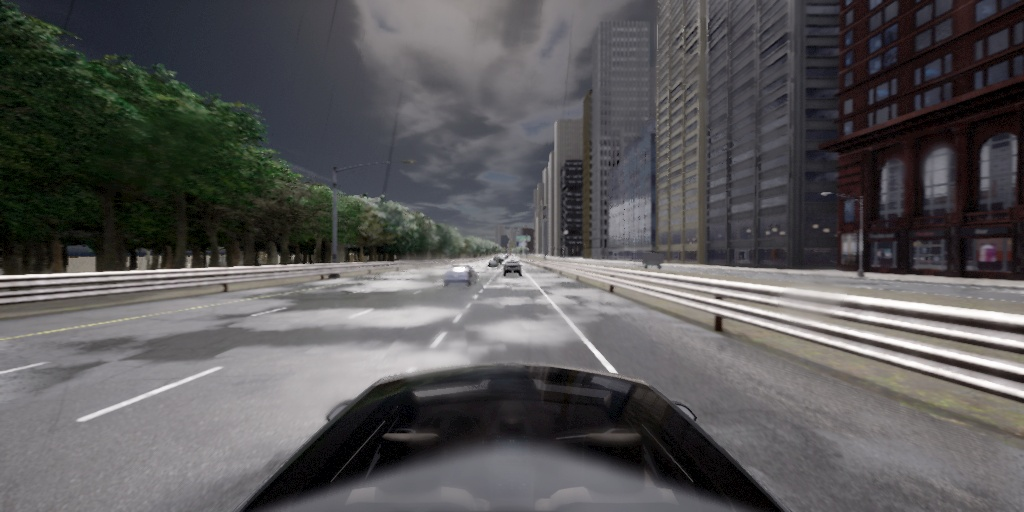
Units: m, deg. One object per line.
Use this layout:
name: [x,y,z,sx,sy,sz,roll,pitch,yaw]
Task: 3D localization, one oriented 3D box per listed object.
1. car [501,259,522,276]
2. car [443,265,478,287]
car: [0.039,1.321,38.795,1.837,1.490,4.892,0,0,0]
car: [-3.522,1.331,25.173,2.033,1.411,5.357,0,0,0]
